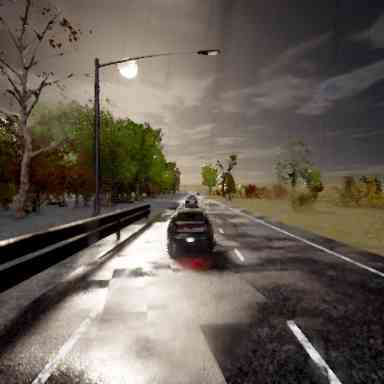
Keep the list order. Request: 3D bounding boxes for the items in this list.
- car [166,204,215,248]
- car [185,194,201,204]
[{"bbox_3d":[-0.065,1.505,14.625,1.837,1.490,4.892,0,0,0],"label":"car"},{"bbox_3d":[-0.070,1.464,50.587,2.128,1.511,4.902,0,0,0],"label":"car"}]
